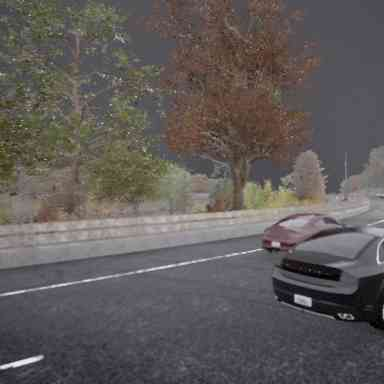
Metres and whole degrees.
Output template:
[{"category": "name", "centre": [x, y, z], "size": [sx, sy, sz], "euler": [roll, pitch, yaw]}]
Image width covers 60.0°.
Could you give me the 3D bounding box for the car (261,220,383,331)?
[{"category": "car", "centre": [3.650, 1.480, 6.908], "size": [4.892, 1.490, 1.837], "euler": [-1, 0, -40]}]

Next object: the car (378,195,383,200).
[{"category": "car", "centre": [46.500, 1.261, 79.858], "size": [1.895, 1.301, 4.718], "euler": [0, 0, 6]}]

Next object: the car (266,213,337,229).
[{"category": "car", "centre": [4.409, 1.492, 12.128], "size": [4.674, 1.442, 1.812], "euler": [0, 0, -41]}]
